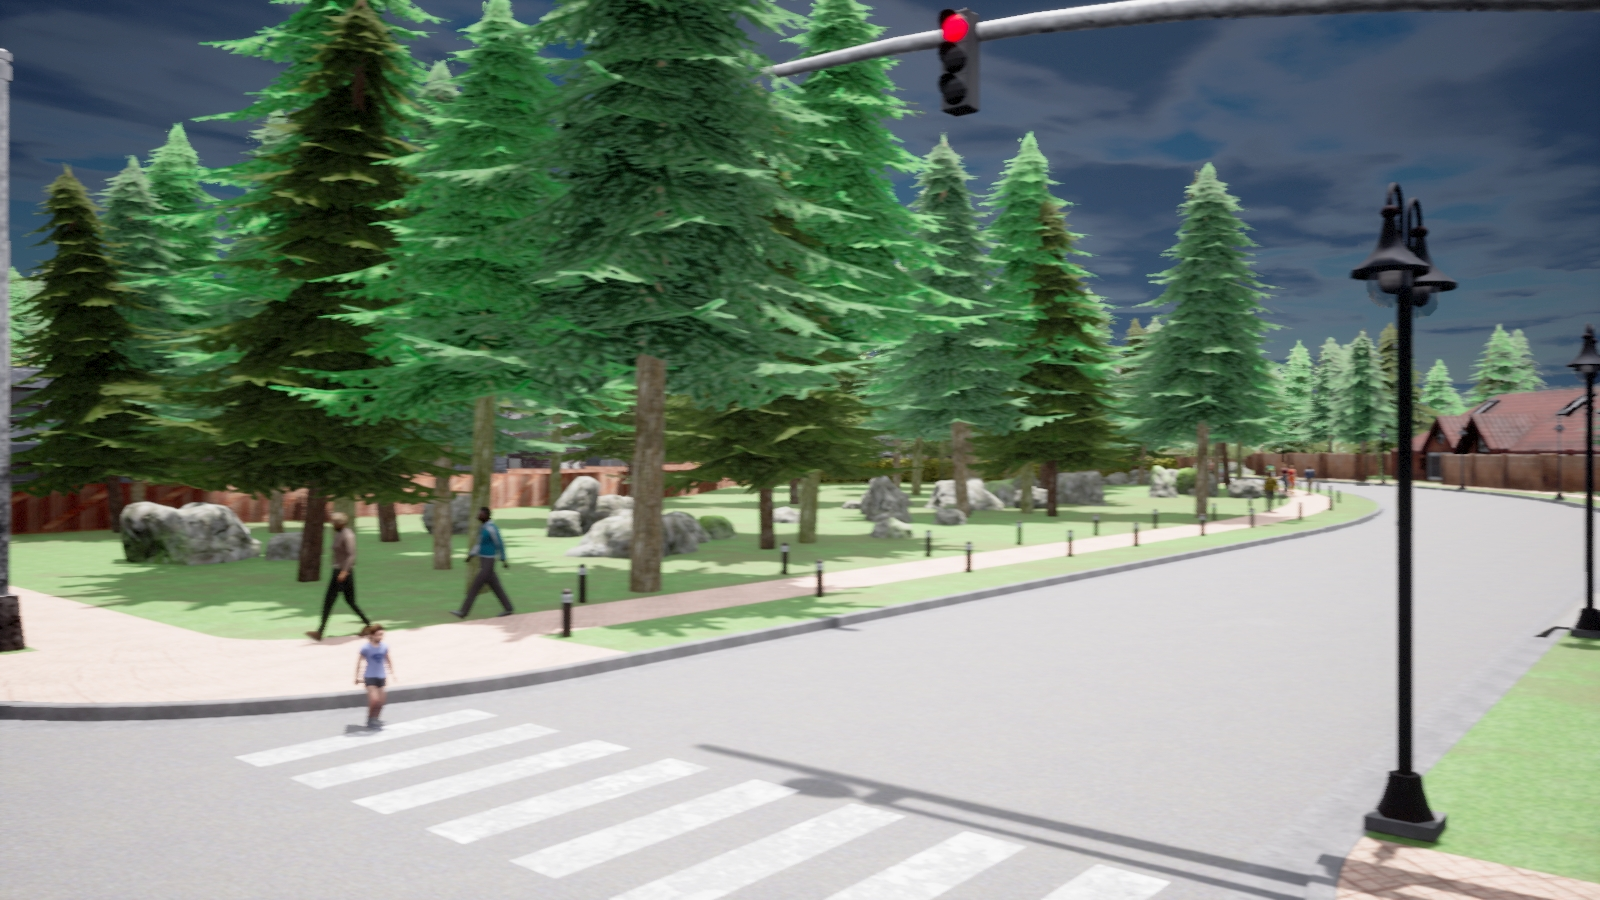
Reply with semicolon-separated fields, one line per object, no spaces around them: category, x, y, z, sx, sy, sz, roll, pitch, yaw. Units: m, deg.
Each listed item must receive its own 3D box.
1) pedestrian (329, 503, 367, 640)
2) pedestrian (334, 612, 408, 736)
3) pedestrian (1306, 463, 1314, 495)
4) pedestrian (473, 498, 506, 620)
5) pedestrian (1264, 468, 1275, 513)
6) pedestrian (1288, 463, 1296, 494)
pedestrian;-6.328;1.687;15.997;0.375;1.860;0.375;0;0;42
pedestrian;-4.285;2.218;11.419;0.500;1.100;0.500;0;0;38
pedestrian;30.232;1.731;67.754;0.375;1.860;0.375;0;0;20
pedestrian;-4.855;1.685;17.858;0.375;1.860;0.375;0;0;-39
pedestrian;19.912;1.712;48.437;0.375;1.860;0.375;0;0;32
pedestrian;30.132;1.733;69.980;0.375;1.860;0.375;0;0;14
